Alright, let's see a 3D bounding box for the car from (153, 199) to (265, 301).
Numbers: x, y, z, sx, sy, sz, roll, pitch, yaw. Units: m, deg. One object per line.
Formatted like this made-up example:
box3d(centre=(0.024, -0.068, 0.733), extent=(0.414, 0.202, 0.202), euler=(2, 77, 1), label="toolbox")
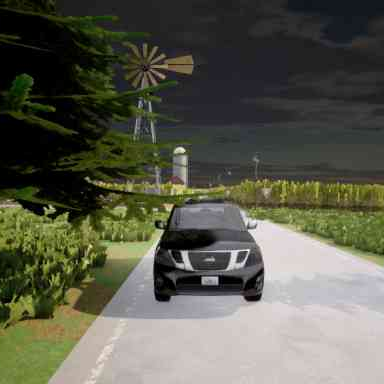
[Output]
box3d(centre=(0.334, 1.221, 8.660), extent=(2.150, 2.045, 5.566), euler=(0, 0, 0), label="car")
